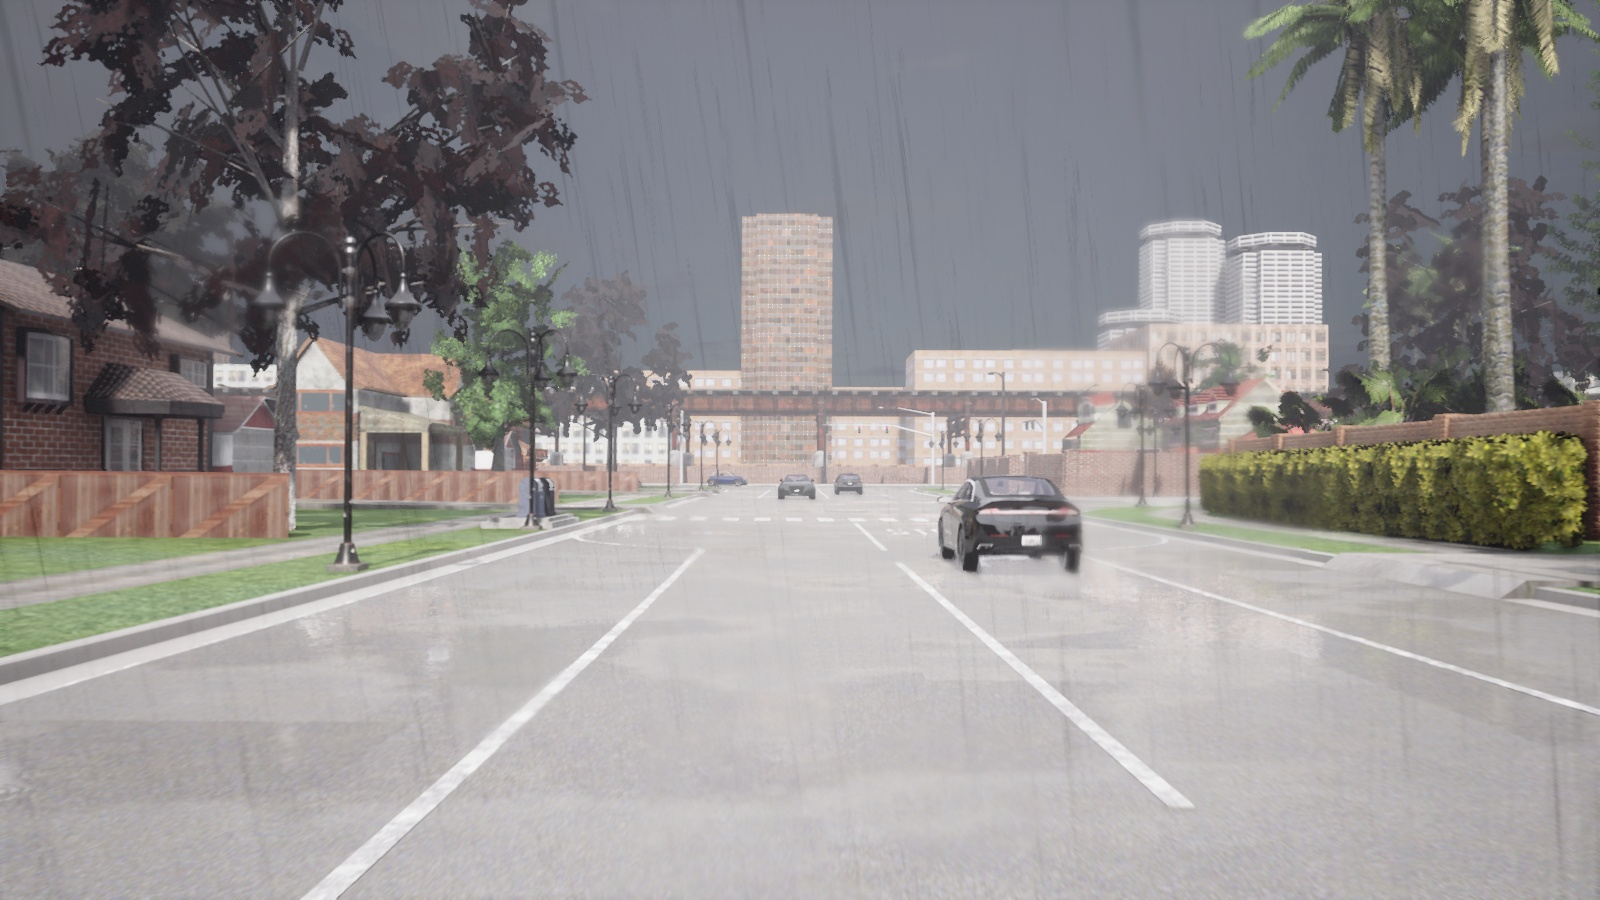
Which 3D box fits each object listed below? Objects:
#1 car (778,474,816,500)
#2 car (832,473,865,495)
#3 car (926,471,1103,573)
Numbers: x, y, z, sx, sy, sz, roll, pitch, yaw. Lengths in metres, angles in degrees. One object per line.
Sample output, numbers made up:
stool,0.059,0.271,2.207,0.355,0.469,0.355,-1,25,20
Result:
car,-0.160,2.040,69.331,1.994,1.385,4.181,0,-1,0
car,3.301,2.285,85.753,2.033,1.411,5.357,0,-1,0
car,3.451,1.112,21.184,2.128,1.511,4.902,0,-1,0
